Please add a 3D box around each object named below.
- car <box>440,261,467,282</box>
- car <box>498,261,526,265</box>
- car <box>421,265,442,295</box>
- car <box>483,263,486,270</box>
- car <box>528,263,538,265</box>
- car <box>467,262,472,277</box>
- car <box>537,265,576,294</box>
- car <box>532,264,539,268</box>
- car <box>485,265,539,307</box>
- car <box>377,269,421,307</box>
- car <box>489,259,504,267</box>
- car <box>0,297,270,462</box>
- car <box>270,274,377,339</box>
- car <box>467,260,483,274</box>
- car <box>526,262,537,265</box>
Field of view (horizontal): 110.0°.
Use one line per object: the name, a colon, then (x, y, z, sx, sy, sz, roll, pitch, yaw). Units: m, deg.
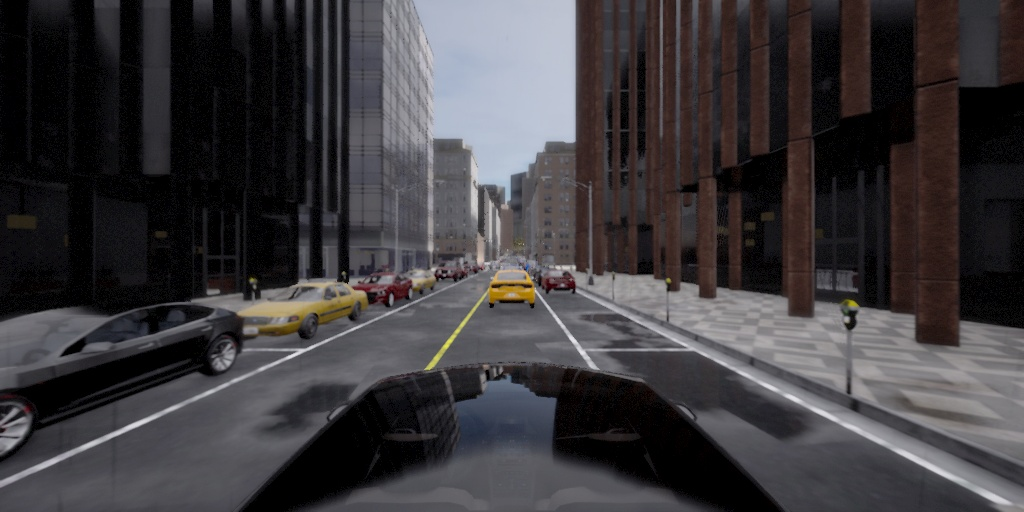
car: (-5.772, 1.363, 33.076, 2.192, 1.841, 5.009, 0, 0, 0)
car: (-0.001, 1.509, 31.313, 1.882, 1.535, 5.008, 0, 0, 0)
car: (-5.769, 1.466, 21.618, 1.751, 1.417, 4.829, 0, 0, 0)
car: (-5.780, 1.837, 61.296, 1.888, 1.381, 4.507, 0, 0, 0)
car: (2.753, 1.613, 33.074, 1.948, 1.339, 4.313, 0, 0, 0)
car: (-5.773, 1.645, 38.720, 1.888, 1.381, 4.507, 0, 0, 0)
car: (2.757, 1.485, 21.784, 1.888, 1.381, 4.507, 0, 0, 0)
car: (2.755, 1.560, 27.429, 1.948, 1.339, 4.313, 0, 0, 0)
car: (0.004, 1.365, 16.319, 1.882, 1.535, 5.008, 0, 0, 0)
car: (-5.767, 1.431, 16.144, 1.888, 1.381, 4.507, 0, 0, 0)
car: (-3.067, 1.804, 63.952, 2.128, 1.511, 4.902, 0, 0, 0)
car: (-5.764, 1.345, 4.859, 1.948, 1.339, 4.313, 0, 0, 0)
car: (-5.765, 1.357, 10.331, 1.751, 1.417, 4.829, 0, 0, 0)
car: (-5.777, 1.513, 50.008, 2.192, 1.841, 5.009, 0, 0, 0)
car: (2.752, 1.649, 38.718, 2.007, 1.370, 4.403, 0, 0, 0)
